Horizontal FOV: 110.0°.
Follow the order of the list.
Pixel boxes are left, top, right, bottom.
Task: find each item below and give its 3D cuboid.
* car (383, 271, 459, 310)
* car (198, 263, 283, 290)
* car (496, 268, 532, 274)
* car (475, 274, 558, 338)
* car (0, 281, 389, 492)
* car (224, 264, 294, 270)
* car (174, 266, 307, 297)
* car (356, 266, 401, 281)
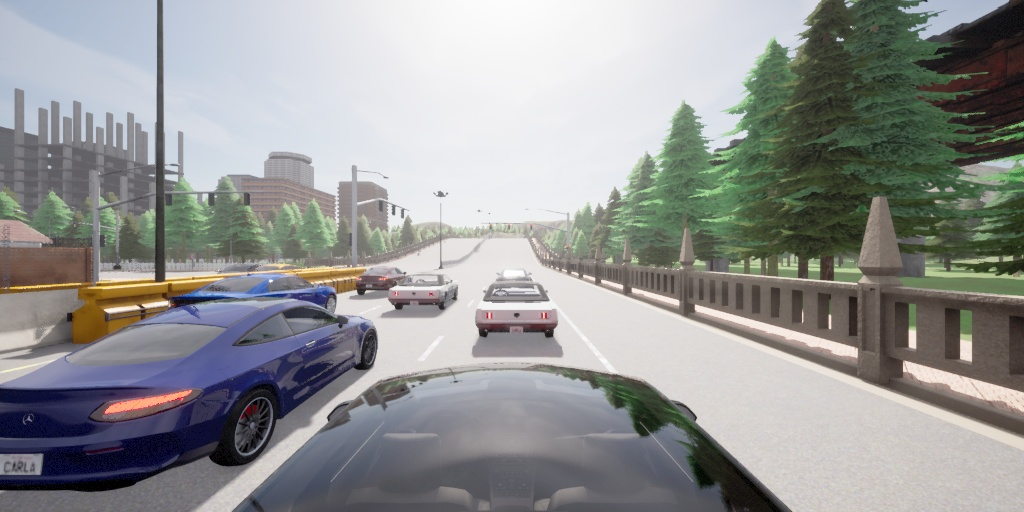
[{"bbox_3d":[-3.394,1.351,14.702,1.895,1.301,4.718,0,0,0],"label":"car"},{"bbox_3d":[-17.493,1.263,23.464,1.837,1.490,4.892,0,0,0],"label":"car"},{"bbox_3d":[0.109,1.314,18.941,1.994,1.385,4.181,0,0,0],"label":"car"},{"bbox_3d":[0.105,1.351,10.189,1.895,1.301,4.718,0,0,0],"label":"car"},{"bbox_3d":[-3.397,1.276,4.784,1.812,1.442,4.674,0,0,0],"label":"car"},{"bbox_3d":[-14.020,1.227,21.174,1.882,1.535,5.008,0,0,1],"label":"car"},{"bbox_3d":[-6.896,1.228,10.242,1.882,1.535,5.008,0,0,0],"label":"car"},{"bbox_3d":[-6.891,1.276,19.583,1.812,1.442,4.674,0,0,0],"label":"car"}]
